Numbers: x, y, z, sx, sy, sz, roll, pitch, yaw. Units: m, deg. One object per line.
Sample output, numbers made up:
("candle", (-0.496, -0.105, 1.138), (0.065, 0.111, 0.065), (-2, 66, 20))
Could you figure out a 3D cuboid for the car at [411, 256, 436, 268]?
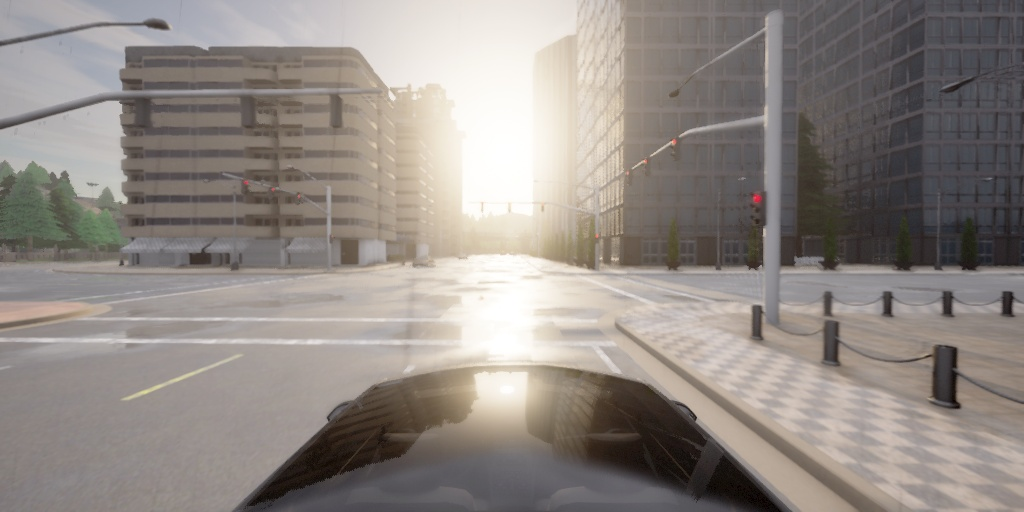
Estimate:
("car", (-10.501, 0.699, 43.034), (2.033, 1.411, 5.357), (0, 1, 0))
